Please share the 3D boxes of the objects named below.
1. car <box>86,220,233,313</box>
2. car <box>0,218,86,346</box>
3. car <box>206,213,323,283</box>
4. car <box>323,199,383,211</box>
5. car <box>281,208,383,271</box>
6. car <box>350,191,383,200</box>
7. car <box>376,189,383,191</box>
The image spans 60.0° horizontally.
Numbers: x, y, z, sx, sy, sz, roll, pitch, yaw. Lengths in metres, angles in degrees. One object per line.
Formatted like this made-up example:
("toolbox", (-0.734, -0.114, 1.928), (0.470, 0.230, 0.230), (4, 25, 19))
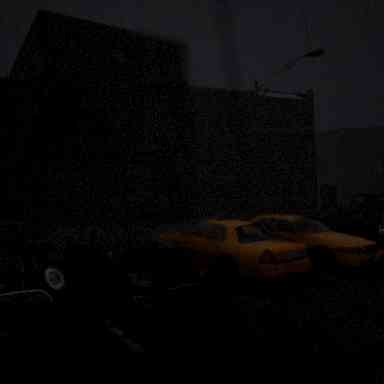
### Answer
("car", (-1.563, 1.472, 7.894), (2.231, 1.521, 4.892), (0, 0, -35))
("car", (-3.868, 1.353, 6.282), (2.185, 1.767, 4.553), (0, 0, -35))
("car", (0.828, 1.459, 9.817), (1.946, 1.575, 5.366), (0, 0, -35))
("car", (5.743, 1.315, 13.054), (2.185, 1.767, 4.553), (0, 0, -35))
("car", (3.437, 1.451, 11.222), (1.946, 1.575, 5.366), (0, 0, -35))
("car", (10.441, 1.102, 16.405), (2.435, 2.045, 5.566), (-1, 1, -35))
("car", (23.049, 0.426, 39.435), (1.882, 1.535, 5.008), (-4, 0, -21))
